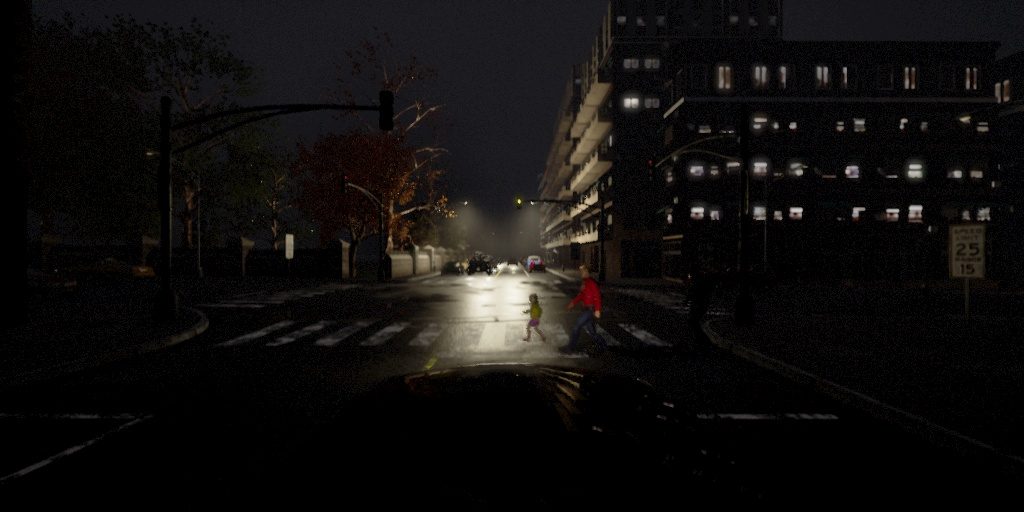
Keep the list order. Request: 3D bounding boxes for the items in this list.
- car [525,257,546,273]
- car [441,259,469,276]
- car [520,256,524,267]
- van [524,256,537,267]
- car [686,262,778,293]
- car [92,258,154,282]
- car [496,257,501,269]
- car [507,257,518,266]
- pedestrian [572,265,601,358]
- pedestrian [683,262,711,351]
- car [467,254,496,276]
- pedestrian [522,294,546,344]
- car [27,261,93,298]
[{"bbox_3d":[2.759,1.145,40.038,1.888,1.381,4.507,0,0,0],"label":"car"},{"bbox_3d":[-5.632,1.185,34.423,1.948,1.339,4.313,0,0,0],"label":"car"},{"bbox_3d":[2.789,0.985,56.928,1.967,1.591,4.097,0,0,0],"label":"car"},{"bbox_3d":[2.769,0.921,45.668,1.690,1.789,3.998,0,0,0],"label":"van"},{"bbox_3d":[13.485,1.263,22.049,5.009,1.841,2.192,0,0,0],"label":"car"},{"bbox_3d":[-24.708,0.794,21.750,4.829,1.417,1.751,0,0,0],"label":"car"},{"bbox_3d":[-2.999,1.112,50.360,2.033,1.411,5.357,0,0,0],"label":"car"},{"bbox_3d":[0.109,1.034,62.709,1.837,1.490,4.892,0,0,0],"label":"car"},{"bbox_3d":[1.416,1.021,6.878,0.375,1.860,0.375,0,0,0],"label":"pedestrian"},{"bbox_3d":[3.893,1.019,7.473,0.375,1.860,0.375,0,0,0],"label":"pedestrian"},{"bbox_3d":[-3.033,0.838,35.016,2.150,2.045,5.566,0,0,0],"label":"car"},{"bbox_3d":[0.553,1.397,8.080,0.500,1.100,0.500,0,0,0],"label":"pedestrian"},{"bbox_3d":[-18.942,0.955,13.415,4.207,1.307,1.802,0,0,0],"label":"car"}]
